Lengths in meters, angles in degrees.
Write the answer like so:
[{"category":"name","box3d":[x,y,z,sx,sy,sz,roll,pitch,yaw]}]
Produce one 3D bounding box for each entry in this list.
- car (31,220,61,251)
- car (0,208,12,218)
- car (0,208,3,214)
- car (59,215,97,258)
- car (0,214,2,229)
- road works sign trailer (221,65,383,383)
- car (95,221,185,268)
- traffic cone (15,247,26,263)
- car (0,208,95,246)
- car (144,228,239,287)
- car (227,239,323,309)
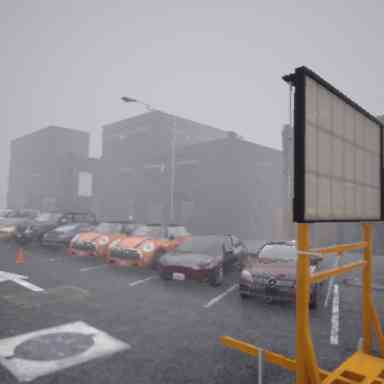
[{"category":"car","box3d":[-5.878,2.407,18.071,2.002,1.452,4.674,0,-4,24]},{"category":"car","box3d":[-40.902,4.286,69.729,5.566,2.045,2.435,1,-3,23]},{"category":"car","box3d":[-14.516,2.376,26.398,2.435,2.045,5.566,1,-4,24]},{"category":"car","box3d":[-3.691,2.182,16.028,2.185,1.767,4.553,1,-4,24]},{"category":"car","box3d":[-10.267,2.479,22.070,1.946,1.575,5.366,1,-4,24]},{"category":"road works sign trailer","box3d":[1.500,0.727,3.716,2.880,3.560,2.380,-2,-4,44]},{"category":"car","box3d":[-1.530,2.119,13.946,2.185,1.767,4.553,1,-4,24]},{"category":"traffic cone","box3d":[-6.999,2.556,13.588,0.340,0.580,0.340,-2,-4,44]},{"category":"car","box3d":[-8.019,2.179,20.149,2.435,2.045,5.566,1,-4,24]},{"category":"car","box3d":[0.600,2.208,11.801,2.163,1.488,4.792,1,-4,24]},{"category":"car","box3d":[2.777,2.161,9.749,2.002,1.452,4.674,1,-4,24]}]
